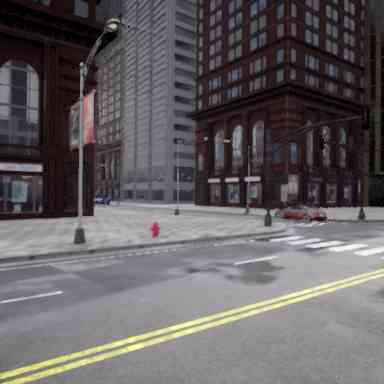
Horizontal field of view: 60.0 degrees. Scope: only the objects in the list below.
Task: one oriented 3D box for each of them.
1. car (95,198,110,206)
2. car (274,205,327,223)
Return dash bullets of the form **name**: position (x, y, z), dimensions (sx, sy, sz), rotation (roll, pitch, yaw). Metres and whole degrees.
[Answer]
- **car**: position (-17.496, 1.839, 64.325), dimensions (1.882, 1.535, 5.008), rotation (1, -1, -35)
- **car**: position (8.786, 1.713, 27.136), dimensions (1.994, 1.385, 4.181), rotation (1, -1, -34)
